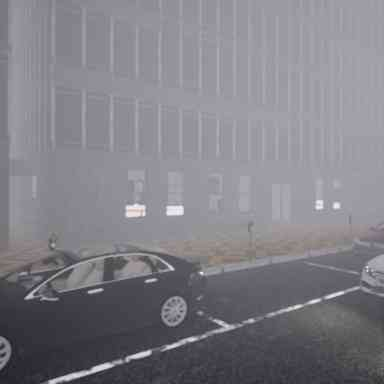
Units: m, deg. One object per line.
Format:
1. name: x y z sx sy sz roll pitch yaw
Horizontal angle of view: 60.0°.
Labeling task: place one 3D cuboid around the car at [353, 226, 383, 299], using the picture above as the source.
1. car: 5.667 1.567 7.427 4.674 1.442 1.812 0 0 -36

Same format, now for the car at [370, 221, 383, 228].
1. car: 7.498 1.643 11.918 4.206 1.307 1.802 0 0 -36

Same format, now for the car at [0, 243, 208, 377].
1. car: -1.765 1.558 5.302 4.403 1.369 2.008 0 0 -36
